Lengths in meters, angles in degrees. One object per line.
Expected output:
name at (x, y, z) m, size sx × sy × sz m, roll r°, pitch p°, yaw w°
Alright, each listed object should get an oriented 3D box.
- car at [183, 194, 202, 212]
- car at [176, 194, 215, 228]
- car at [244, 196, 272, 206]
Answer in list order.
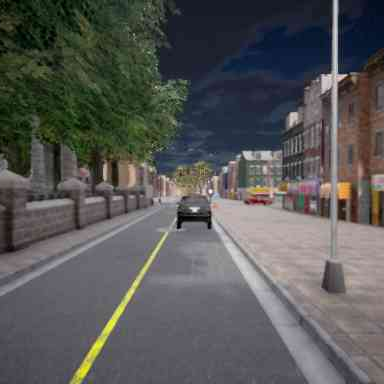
car at (0.126, 1.243, 40.566) m, size 2.150 × 2.045 × 5.566 m, roll 0°, pitch 0°, yaw 0°
car at (0.107, 1.221, 22.051) m, size 2.150 × 2.045 × 5.566 m, roll 0°, pitch -1°, yaw -1°
car at (11.813, 1.571, 59.858) m, size 5.009 × 1.841 × 2.192 m, roll 1°, pitch 0°, yaw 0°
